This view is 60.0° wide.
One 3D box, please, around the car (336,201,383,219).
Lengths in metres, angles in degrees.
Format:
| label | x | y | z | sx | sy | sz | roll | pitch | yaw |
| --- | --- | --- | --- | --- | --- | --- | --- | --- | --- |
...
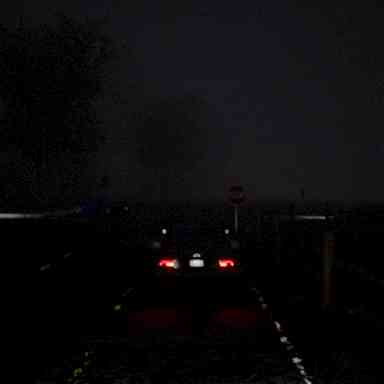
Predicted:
| label | x | y | z | sx | sy | sz | roll | pitch | yaw |
| --- | --- | --- | --- | --- | --- | --- | --- | --- | --- |
| car | 13.789 | 1.434 | 26.515 | 4.181 | 1.385 | 1.994 | 1 | 1 | 2 |

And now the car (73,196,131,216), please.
| label | x | y | z | sx | sy | sz | roll | pitch | yaw |
| --- | --- | --- | --- | --- | --- | --- | --- | --- | --- |
| car | -7.264 | 1.034 | 26.585 | 5.008 | 1.535 | 1.882 | 1 | 0 | 27 |

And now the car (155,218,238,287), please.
| label | x | y | z | sx | sy | sz | roll | pitch | yaw |
| --- | --- | --- | --- | --- | --- | --- | --- | --- | --- |
| car | 0.100 | 1.426 | 9.091 | 2.033 | 1.411 | 5.357 | 0 | 1 | 0 |
